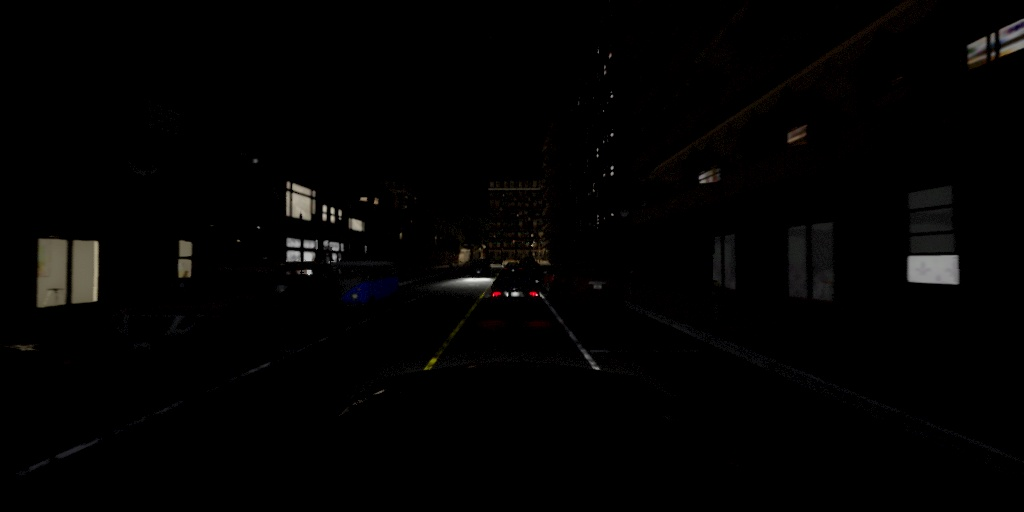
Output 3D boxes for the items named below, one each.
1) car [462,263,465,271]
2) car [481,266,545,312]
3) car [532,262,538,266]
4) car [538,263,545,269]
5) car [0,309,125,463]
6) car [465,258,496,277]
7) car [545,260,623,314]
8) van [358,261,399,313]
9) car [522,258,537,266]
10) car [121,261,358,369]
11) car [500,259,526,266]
[{"bbox_3d":[-5.646,1.265,47.639,1.751,1.417,4.829,0,0,0],"label":"car"},{"bbox_3d":[0.104,1.293,14.227,2.033,1.411,5.357,0,0,0],"label":"car"},{"bbox_3d":[2.698,1.309,25.120,1.948,1.339,4.313,0,0,0],"label":"car"},{"bbox_3d":[2.696,1.184,19.433,1.967,1.591,4.097,0,0,0],"label":"car"},{"bbox_3d":[-5.696,1.332,2.315,1.802,1.307,4.207,0,0,0],"label":"car"},{"bbox_3d":[-3.085,1.232,35.589,2.128,1.511,4.902,0,0,0],"label":"car"},{"bbox_3d":[2.695,1.060,13.746,2.192,1.841,5.009,0,0,0],"label":"car"},{"bbox_3d":[-5.656,1.086,13.688,1.690,1.789,3.998,0,0,0],"label":"van"},{"bbox_3d":[2.702,1.290,47.866,2.007,1.370,4.403,0,0,0],"label":"car"},{"bbox_3d":[-5.674,1.062,8.002,2.192,1.841,5.009,0,0,0],"label":"car"},{"bbox_3d":[0.108,1.305,35.292,1.994,1.385,4.181,0,0,0],"label":"car"}]
